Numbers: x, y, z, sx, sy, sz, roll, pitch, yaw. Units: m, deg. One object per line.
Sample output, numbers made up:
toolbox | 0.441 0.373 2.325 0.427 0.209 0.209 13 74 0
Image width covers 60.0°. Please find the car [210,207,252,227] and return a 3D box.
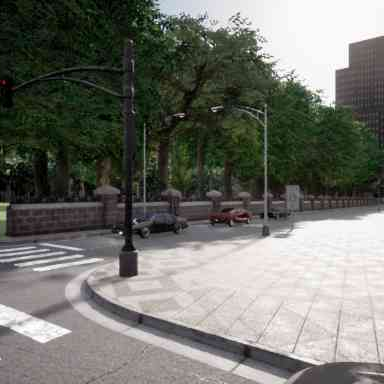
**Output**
car | 3.375 2.020 28.270 1.882 1.535 5.008 0 -1 35

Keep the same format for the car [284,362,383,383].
car | 2.351 1.551 1.286 4.403 1.369 2.008 0 0 36

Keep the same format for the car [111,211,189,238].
car | -2.321 1.888 20.214 2.033 1.411 5.357 0 -1 35

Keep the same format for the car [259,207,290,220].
car | 9.077 2.351 36.330 1.895 1.301 4.718 0 -1 35
